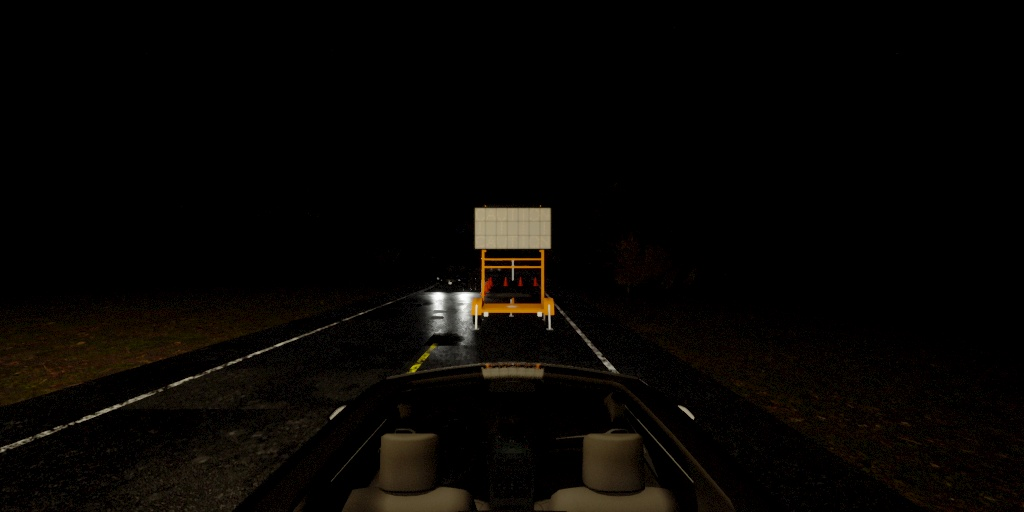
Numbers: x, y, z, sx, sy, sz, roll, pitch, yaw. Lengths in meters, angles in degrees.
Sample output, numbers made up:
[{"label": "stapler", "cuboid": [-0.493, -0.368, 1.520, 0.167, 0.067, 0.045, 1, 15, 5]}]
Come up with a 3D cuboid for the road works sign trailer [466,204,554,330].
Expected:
[{"label": "road works sign trailer", "cuboid": [0.028, 0.215, 11.119, 2.380, 3.560, 2.880, 0, 0, 0]}]

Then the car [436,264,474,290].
[{"label": "car", "cuboid": [-3.438, 1.259, 22.385, 1.837, 1.490, 4.892, 0, 0, 0]}]
